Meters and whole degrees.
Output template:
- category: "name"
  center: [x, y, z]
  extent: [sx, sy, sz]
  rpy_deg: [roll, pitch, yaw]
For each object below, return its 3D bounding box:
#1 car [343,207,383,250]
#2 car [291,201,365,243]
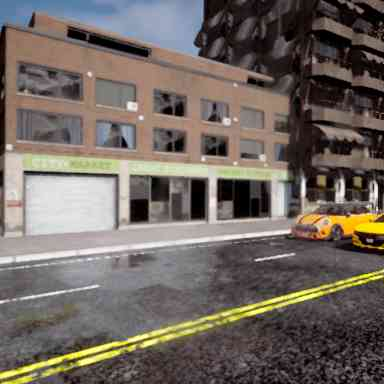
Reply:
- category: "car"
  center: [8.488, 1.480, 13.339]
  extent: [5.008, 1.535, 1.882]
  rpy_deg: [0, 0, -33]
- category: "car"
  center: [6.961, 1.355, 16.220]
  extent: [4.553, 1.767, 2.097]
  rpy_deg: [0, 0, -33]
